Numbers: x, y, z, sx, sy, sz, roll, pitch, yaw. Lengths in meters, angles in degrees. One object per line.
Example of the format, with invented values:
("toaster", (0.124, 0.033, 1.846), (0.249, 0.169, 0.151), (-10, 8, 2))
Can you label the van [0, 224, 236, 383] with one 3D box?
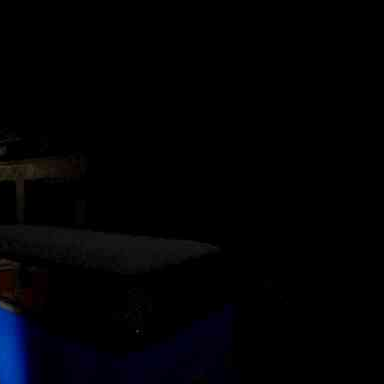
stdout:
("van", (-1.465, 1.341, 3.854), (3.998, 1.788, 1.690), (0, 0, 35))
